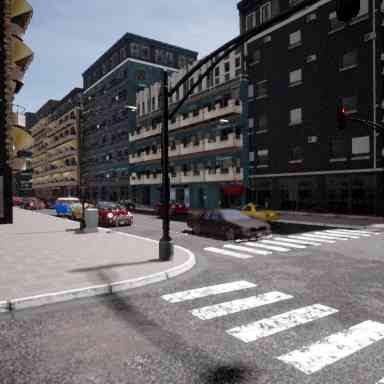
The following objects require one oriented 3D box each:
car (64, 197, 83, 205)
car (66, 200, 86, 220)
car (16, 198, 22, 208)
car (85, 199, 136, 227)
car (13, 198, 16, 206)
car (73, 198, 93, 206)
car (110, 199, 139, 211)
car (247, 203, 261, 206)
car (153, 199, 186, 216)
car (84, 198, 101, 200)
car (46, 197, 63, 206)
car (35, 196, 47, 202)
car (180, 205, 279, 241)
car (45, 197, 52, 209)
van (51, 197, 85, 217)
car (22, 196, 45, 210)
[{"bbox_3d":[-21.555,1.646,60.330,2.008,1.369,4.403,-1,1,-36],"label":"car"},{"bbox_3d":[-8.954,1.652,28.309,1.752,1.417,4.829,-1,1,-36],"label":"car"},{"bbox_3d":[-25.151,1.770,50.954,1.947,1.339,4.313,-1,1,-36],"label":"car"},{"bbox_3d":[-5.835,1.553,23.946,1.967,1.590,4.097,-1,1,-36],"label":"car"},{"bbox_3d":[-31.591,1.783,59.957,1.887,1.381,4.507,-1,1,-36],"label":"car"},{"bbox_3d":[-18.336,1.644,55.828,1.947,1.339,4.313,-1,1,-36],"label":"car"},{"bbox_3d":[-8.677,1.582,42.324,2.008,1.369,4.403,-1,1,-36],"label":"car"},{"bbox_3d":[4.103,1.498,24.458,1.752,1.417,4.829,-1,1,-36],"label":"car"},{"bbox_3d":[-2.239,1.441,33.321,1.967,1.590,4.097,-1,1,-36],"label":"car"},{"bbox_3d":[-8.512,1.643,32.148,2.033,1.411,5.357,-1,0,-35],"label":"car"},{"bbox_3d":[-25.360,1.647,61.197,1.837,1.490,4.892,-1,0,-36],"label":"car"},{"bbox_3d":[-37.654,1.728,82.837,1.887,1.381,4.507,-1,1,-36],"label":"car"},{"bbox_3d":[1.719,1.600,17.551,2.033,1.411,5.357,-1,0,-32],"label":"car"},{"bbox_3d":[-18.650,1.649,46.435,1.837,1.490,4.892,-1,0,-35],"label":"car"},{"bbox_3d":[-12.276,1.483,32.947,1.690,1.788,3.998,-1,1,-36],"label":"van"},{"bbox_3d":[-21.934,1.628,46.452,1.967,1.590,4.097,-1,1,-36],"label":"car"}]
